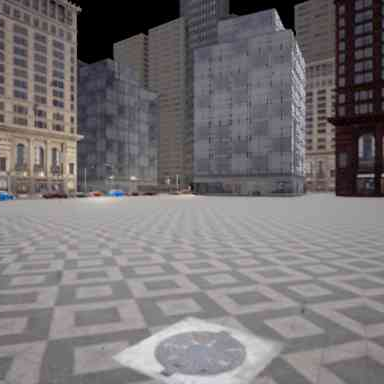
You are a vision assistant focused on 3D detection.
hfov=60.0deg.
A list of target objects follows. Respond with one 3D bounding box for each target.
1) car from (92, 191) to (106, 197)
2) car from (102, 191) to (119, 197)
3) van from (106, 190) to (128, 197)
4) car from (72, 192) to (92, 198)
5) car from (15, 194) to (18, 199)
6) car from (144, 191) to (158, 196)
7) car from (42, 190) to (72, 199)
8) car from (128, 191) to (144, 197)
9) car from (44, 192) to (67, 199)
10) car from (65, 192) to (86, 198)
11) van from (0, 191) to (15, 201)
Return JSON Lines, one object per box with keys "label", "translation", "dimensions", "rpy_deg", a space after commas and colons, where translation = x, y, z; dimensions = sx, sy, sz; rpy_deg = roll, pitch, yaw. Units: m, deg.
{"label": "car", "translation": [-25.169, 0.503, 85.637], "dimensions": [1.967, 1.590, 4.097], "rpy_deg": [1, 1, 36]}
{"label": "car", "translation": [-21.998, 0.549, 90.082], "dimensions": [1.887, 1.381, 4.507], "rpy_deg": [1, 1, 36]}
{"label": "van", "translation": [-18.234, 0.420, 80.678], "dimensions": [1.690, 1.788, 3.998], "rpy_deg": [1, 1, 36]}
{"label": "car", "translation": [-24.578, 0.757, 71.793], "dimensions": [2.008, 1.369, 4.403], "rpy_deg": [1, 1, 36]}
{"label": "car", "translation": [-37.857, 0.877, 67.865], "dimensions": [2.008, 1.369, 4.403], "rpy_deg": [1, 1, 36]}
{"label": "car", "translation": [-11.891, 0.508, 89.568], "dimensions": [1.887, 1.381, 4.507], "rpy_deg": [1, 1, 36]}
{"label": "car", "translation": [-27.749, 0.589, 67.345], "dimensions": [2.192, 1.841, 5.009], "rpy_deg": [1, 1, 36]}
{"label": "car", "translation": [-15.063, 0.460, 85.123], "dimensions": [1.967, 1.590, 4.097], "rpy_deg": [1, 1, 36]}
{"label": "car", "translation": [-31.513, 0.742, 76.752], "dimensions": [2.008, 1.369, 4.403], "rpy_deg": [1, 1, 36]}
{"label": "car", "translation": [-28.341, 0.676, 81.196], "dimensions": [2.008, 1.369, 4.403], "rpy_deg": [1, 1, 36]}
{"label": "van", "translation": [-34.094, 0.754, 58.458], "dimensions": [1.690, 1.788, 3.998], "rpy_deg": [1, 1, 36]}
